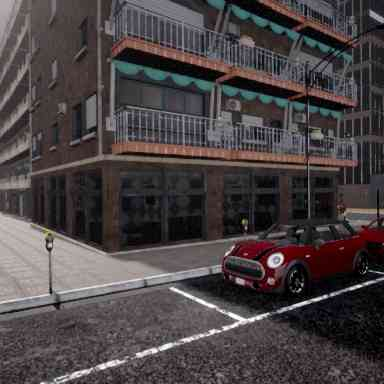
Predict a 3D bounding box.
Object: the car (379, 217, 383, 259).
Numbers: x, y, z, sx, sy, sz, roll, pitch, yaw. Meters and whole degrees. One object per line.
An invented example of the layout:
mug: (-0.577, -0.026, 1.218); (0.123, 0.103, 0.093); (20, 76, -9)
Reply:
car: (7.180, 1.543, 11.676); (4.507, 1.381, 1.887); (0, -1, -35)

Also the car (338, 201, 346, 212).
car: (16.460, 1.746, 40.560); (1.967, 1.590, 4.097); (-2, 0, -36)

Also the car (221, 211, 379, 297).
car: (2.679, 1.439, 8.474); (4.097, 1.590, 1.967); (0, -1, -35)
